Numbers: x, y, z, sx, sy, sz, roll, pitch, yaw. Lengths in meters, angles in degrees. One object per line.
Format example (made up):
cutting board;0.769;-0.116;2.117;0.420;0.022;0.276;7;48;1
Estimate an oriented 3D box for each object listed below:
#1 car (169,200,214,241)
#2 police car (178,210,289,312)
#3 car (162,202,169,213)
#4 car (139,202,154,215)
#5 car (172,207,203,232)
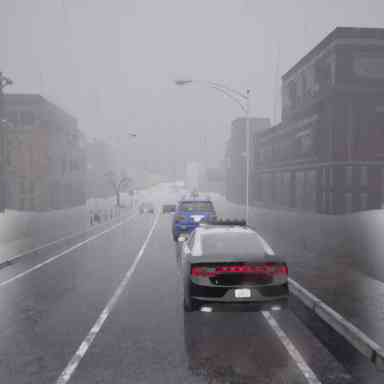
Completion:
car;0.048;1.435;17.985;2.150;2.045;5.566;0;-1;-5
police car;0.708;1.464;7.981;1.930;1.638;5.238;0;-1;-3
car;-3.144;2.130;46.738;1.882;1.535;5.008;0;0;-4
car;-5.966;2.114;43.878;2.128;1.511;4.902;0;2;-5
car;-0.432;1.853;23.954;1.882;1.535;5.008;0;-2;-5
